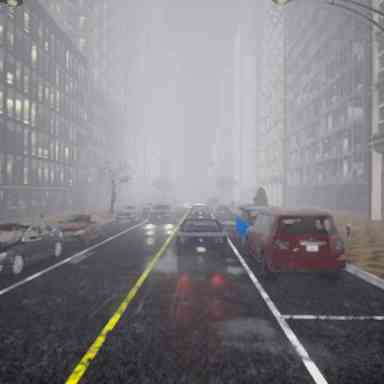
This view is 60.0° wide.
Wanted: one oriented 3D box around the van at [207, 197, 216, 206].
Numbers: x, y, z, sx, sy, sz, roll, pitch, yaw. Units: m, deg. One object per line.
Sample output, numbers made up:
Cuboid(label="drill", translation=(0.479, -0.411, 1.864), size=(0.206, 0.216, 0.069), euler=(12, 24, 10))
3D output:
Cuboid(label="van", translation=(4.233, 2.037, 72.699), size=(1.690, 1.788, 3.998), euler=(0, -1, 1))

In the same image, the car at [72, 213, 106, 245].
Cuboid(label="car", translation=(-5.375, 1.704, 16.058), size=(1.802, 1.307, 4.206), euler=(0, -1, 1))

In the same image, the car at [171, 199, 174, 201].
Cuboid(label="car", translation=(-4.514, 1.935, 55.833), size=(1.967, 1.590, 4.097), euler=(0, -1, 1))

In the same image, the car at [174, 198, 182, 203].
Cuboid(label="car", translation=(-3.775, 2.361, 89.925), size=(2.008, 1.369, 4.403), euler=(0, -1, 1))

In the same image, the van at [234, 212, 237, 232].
Cuboid(label="van", translation=(3.002, 1.506, 15.878), size=(1.690, 1.788, 3.998), euler=(0, -1, 1))

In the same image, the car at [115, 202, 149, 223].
Cuboid(label="car", translation=(-5.129, 1.780, 27.422), size=(2.008, 1.369, 4.403), euler=(0, -1, 1))

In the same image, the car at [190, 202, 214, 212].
Cuboid(label="car", translation=(0.739, 1.890, 30.555), size=(1.895, 1.301, 4.718), euler=(0, -1, 1))

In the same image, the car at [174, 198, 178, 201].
Cuboid(label="car", translation=(-4.271, 2.124, 67.027), size=(1.752, 1.417, 4.829), euler=(0, -1, 1))

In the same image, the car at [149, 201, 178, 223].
Cuboid(label="car", translation=(-2.487, 1.756, 28.155), size=(1.837, 1.490, 4.892), euler=(0, -1, 2))

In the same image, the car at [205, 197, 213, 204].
Cuboid(label="car", translation=(4.603, 2.293, 89.744), size=(1.967, 1.590, 4.097), euler=(0, -1, 1))

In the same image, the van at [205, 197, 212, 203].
Cuboid(label="van", translation=(4.725, 2.246, 95.426), size=(1.690, 1.788, 3.998), euler=(0, -1, 1))

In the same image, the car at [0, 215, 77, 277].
Cuboid(label="car", translation=(-5.499, 1.620, 10.376), size=(2.008, 1.369, 4.403), euler=(0, -1, 1))

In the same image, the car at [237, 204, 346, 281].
Cuboid(label="car", translation=(2.879, 1.426, 10.196), size=(2.192, 1.841, 5.009), euler=(0, -1, 1))

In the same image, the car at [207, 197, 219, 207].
Cuboid(label="car", translation=(4.110, 1.958, 67.017), size=(2.192, 1.841, 5.009), euler=(0, -1, 1))

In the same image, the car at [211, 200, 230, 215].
Cuboid(label="car", translation=(3.496, 1.929, 38.604), size=(2.008, 1.369, 4.403), euler=(0, -1, 1))

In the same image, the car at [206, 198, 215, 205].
Cuboid(label="car", translation=(4.357, 2.188, 78.380), size=(1.967, 1.590, 4.097), euler=(0, -1, 1))

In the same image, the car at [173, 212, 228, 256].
Cuboid(label="car", translation=(0.376, 1.733, 13.821), size=(1.895, 1.301, 4.718), euler=(0, -1, 1))

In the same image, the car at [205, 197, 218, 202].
Cuboid(label="car", translation=(3.987, 1.905, 61.335), size=(2.192, 1.841, 5.009), euler=(0, -1, 1))

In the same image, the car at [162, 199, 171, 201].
Cuboid(label="car", translation=(-4.637, 2.024, 50.150), size=(1.802, 1.307, 4.206), euler=(0, -1, 1))

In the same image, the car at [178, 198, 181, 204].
Cuboid(label="car", translation=(-4.022, 2.272, 78.561), size=(1.947, 1.339, 4.313), euler=(0, -1, 1))
